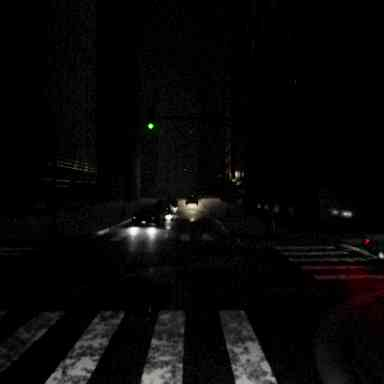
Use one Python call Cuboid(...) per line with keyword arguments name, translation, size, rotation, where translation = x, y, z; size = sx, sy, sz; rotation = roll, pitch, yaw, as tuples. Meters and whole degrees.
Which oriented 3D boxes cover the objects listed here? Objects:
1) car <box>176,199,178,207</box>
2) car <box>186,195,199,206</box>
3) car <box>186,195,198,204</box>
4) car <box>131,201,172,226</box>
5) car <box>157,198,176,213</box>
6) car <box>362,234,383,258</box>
Cuboid(name="car", translation=(-3.043, 1.552, 50.281), size=(2.033, 1.411, 5.357), rotation=(0, 0, 1))
Cuboid(name="car", translation=(0.010, 1.327, 55.244), size=(2.097, 1.767, 4.553), rotation=(0, 0, 0))
Cuboid(name="car", translation=(0.013, 1.409, 65.276), size=(2.128, 1.511, 4.902), rotation=(0, 0, 0))
Cuboid(name="car", translation=(-3.067, 1.639, 24.916), size=(2.033, 1.411, 5.357), rotation=(0, 0, 4))
Cuboid(name="car", translation=(-3.082, 1.580, 35.599), size=(1.837, 1.490, 4.892), rotation=(0, 0, 0))
Cuboid(name="car", translation=(7.938, 1.623, 10.062), size=(4.718, 1.301, 1.895), rotation=(0, 0, -1))
